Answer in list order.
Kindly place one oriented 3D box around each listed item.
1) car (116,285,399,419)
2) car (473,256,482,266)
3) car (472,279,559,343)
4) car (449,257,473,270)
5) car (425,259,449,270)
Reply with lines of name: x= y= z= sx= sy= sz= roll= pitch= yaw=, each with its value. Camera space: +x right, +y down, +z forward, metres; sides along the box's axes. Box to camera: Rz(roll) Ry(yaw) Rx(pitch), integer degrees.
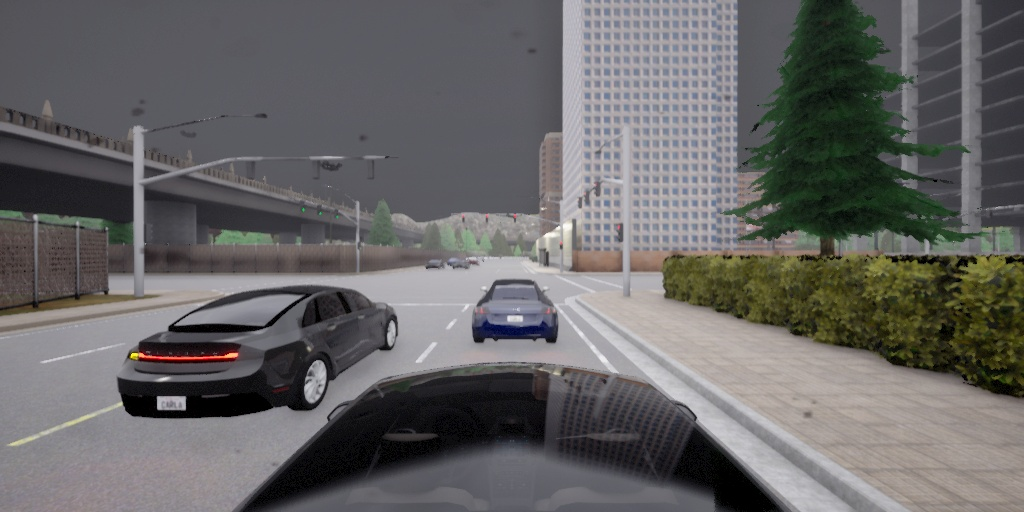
car: x=-3.440 y=1.244 z=6.067 sx=1.837 sy=1.490 sz=4.892 roll=0 pitch=0 yaw=0
car: x=-7.042 y=1.200 z=65.060 sx=1.895 sy=1.301 sz=4.718 roll=0 pitch=0 yaw=1
car: x=0.079 y=1.295 z=9.610 sx=1.994 sy=1.385 sz=4.181 roll=0 pitch=0 yaw=0
car: x=-7.085 y=1.199 z=50.030 sx=1.994 sy=1.385 sz=4.181 roll=0 pitch=0 yaw=0
car: x=-10.587 y=1.183 z=49.749 sx=2.033 sy=1.411 sz=5.357 roll=0 pitch=0 yaw=0
